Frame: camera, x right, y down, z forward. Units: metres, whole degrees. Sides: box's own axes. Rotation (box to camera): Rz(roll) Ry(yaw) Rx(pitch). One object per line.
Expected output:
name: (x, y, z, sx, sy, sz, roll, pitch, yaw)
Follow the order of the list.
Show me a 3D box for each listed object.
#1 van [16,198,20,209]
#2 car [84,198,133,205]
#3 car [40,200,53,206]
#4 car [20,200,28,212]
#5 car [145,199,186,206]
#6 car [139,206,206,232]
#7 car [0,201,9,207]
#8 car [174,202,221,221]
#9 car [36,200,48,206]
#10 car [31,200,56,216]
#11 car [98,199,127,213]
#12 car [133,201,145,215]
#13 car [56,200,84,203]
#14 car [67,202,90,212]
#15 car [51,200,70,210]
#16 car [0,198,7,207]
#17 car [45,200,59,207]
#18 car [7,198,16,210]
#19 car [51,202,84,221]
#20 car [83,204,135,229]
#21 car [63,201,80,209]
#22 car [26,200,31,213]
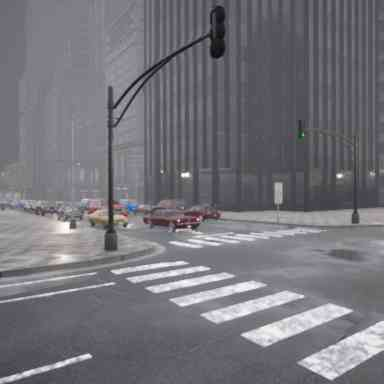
van: (-26.106, 2.127, 52.455, 1.690, 1.788, 3.998, -1, 0, -35)
car: (-8.024, 1.627, 31.610, 2.150, 2.045, 5.566, 0, -1, -36)
car: (-34.658, 2.668, 79.229, 1.947, 1.339, 4.313, -1, 0, -35)
car: (-23.275, 2.161, 48.471, 1.967, 1.590, 4.097, -1, 0, -35)
car: (-2.287, 1.676, 33.650, 2.192, 1.841, 5.009, -1, 0, -35)
car: (-1.445, 1.852, 22.349, 1.895, 1.301, 4.718, 0, -1, -35)
car: (-44.316, 2.775, 78.106, 1.802, 1.307, 4.206, -1, 0, -35)
car: (0.659, 1.836, 29.498, 1.887, 1.381, 4.507, -1, 0, -35)
car: (-37.670, 2.718, 83.470, 2.008, 1.369, 4.403, -1, 0, -35)
car: (-17.621, 1.905, 40.505, 2.192, 1.841, 5.009, -1, 0, -35)
car: (-11.109, 1.883, 46.103, 2.192, 1.841, 5.009, -1, 0, -35)
car: (-5.222, 2.012, 37.801, 1.802, 1.307, 4.206, -1, 0, -35)
car: (-14.978, 2.116, 41.427, 2.033, 1.411, 5.357, 0, -1, -35)
car: (-16.983, 2.263, 49.634, 1.895, 1.301, 4.718, 0, -1, -35)
car: (-22.970, 2.277, 58.013, 1.882, 1.535, 5.008, 0, -1, -35)
car: (-41.204, 2.671, 73.722, 1.887, 1.381, 4.507, -1, 0, -35)
car: (-31.645, 2.603, 74.986, 1.947, 1.339, 4.313, -1, 0, -35)
car: (-31.865, 2.358, 60.568, 1.967, 1.590, 4.097, -1, 0, -35)
car: (-11.958, 2.008, 32.537, 2.008, 1.369, 4.403, -1, 0, -35)
car: (-6.202, 1.847, 24.432, 1.752, 1.417, 4.829, -1, 0, -35)
car: (-22.609, 2.414, 62.262, 1.802, 1.307, 4.206, -1, 0, -35)
car: (-20.445, 2.200, 44.488, 1.887, 1.381, 4.507, -1, 0, -35)
